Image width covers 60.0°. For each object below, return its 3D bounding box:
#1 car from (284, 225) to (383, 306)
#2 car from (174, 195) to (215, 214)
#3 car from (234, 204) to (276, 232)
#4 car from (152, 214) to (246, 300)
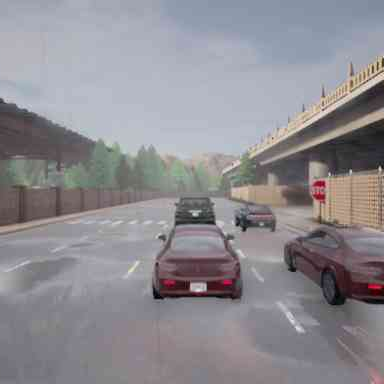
[{"bbox_3d":[3.610,1.519,7.871,1.812,1.442,4.674,0,0,0],"label":"car"},{"bbox_3d":[0.148,1.206,19.317,2.150,2.045,5.566,0,0,0],"label":"car"},{"bbox_3d":[3.646,1.473,19.779,2.128,1.511,4.902,0,0,0],"label":"car"},{"bbox_3d":[0.113,1.518,8.216,1.812,1.442,4.674,0,0,0],"label":"car"}]
